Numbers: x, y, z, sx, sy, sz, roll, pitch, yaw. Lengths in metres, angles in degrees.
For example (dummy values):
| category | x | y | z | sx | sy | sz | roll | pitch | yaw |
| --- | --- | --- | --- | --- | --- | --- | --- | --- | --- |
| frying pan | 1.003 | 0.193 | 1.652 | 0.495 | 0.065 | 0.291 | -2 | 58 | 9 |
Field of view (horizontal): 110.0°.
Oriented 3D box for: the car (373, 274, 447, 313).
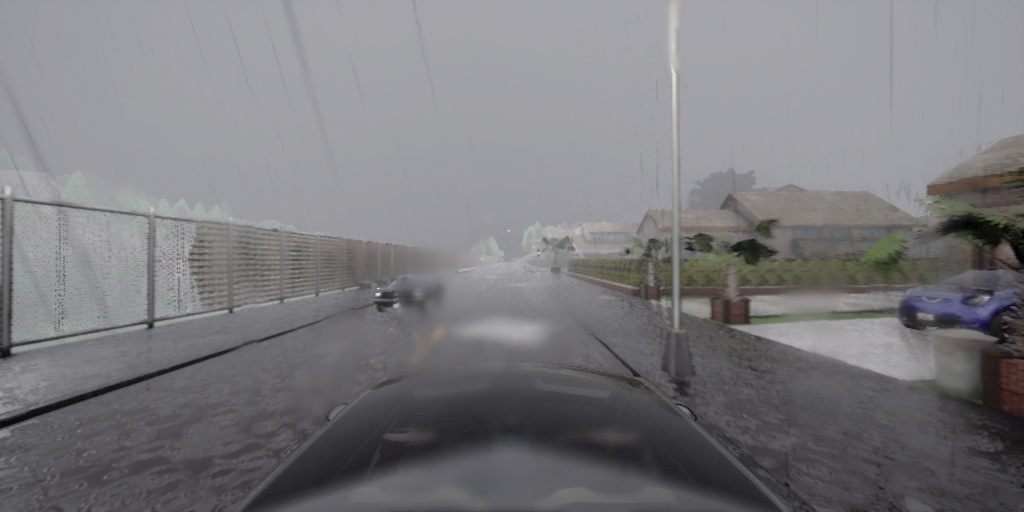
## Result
| category | x | y | z | sx | sy | sz | roll | pitch | yaw |
| --- | --- | --- | --- | --- | --- | --- | --- | --- | --- |
| car | -3.998 | 1.450 | 14.764 | 1.895 | 1.301 | 4.718 | 0 | 0 | 0 |
